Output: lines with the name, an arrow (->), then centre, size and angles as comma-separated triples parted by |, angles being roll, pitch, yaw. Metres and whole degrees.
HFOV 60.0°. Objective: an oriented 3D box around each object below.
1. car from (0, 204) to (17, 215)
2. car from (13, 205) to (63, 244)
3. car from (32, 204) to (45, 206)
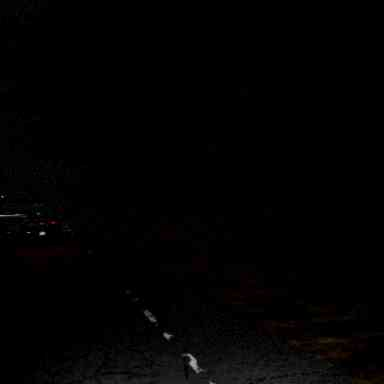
car -> -25.218, 2.326, 45.881 | 2.033, 1.411, 5.357 | -1, 0, -26
car -> -7.800, 1.690, 17.279 | 2.128, 1.511, 4.902 | -1, 0, -25
car -> -16.221, 2.001, 35.291 | 1.812, 1.442, 4.674 | -1, 0, -25
